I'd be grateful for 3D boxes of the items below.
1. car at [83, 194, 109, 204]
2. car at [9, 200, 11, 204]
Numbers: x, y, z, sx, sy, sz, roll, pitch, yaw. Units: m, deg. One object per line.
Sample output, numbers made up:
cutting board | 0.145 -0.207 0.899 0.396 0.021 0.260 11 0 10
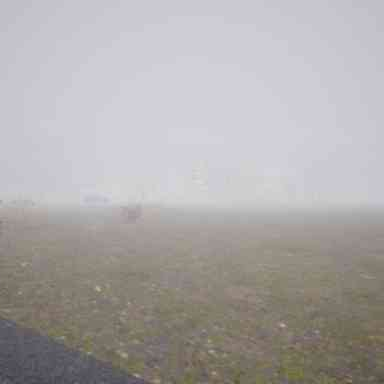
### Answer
car | -19.203 1.378 66.835 2.150 2.045 5.566 0 0 34
car | -31.672 1.449 60.832 2.097 1.767 4.553 0 0 34
